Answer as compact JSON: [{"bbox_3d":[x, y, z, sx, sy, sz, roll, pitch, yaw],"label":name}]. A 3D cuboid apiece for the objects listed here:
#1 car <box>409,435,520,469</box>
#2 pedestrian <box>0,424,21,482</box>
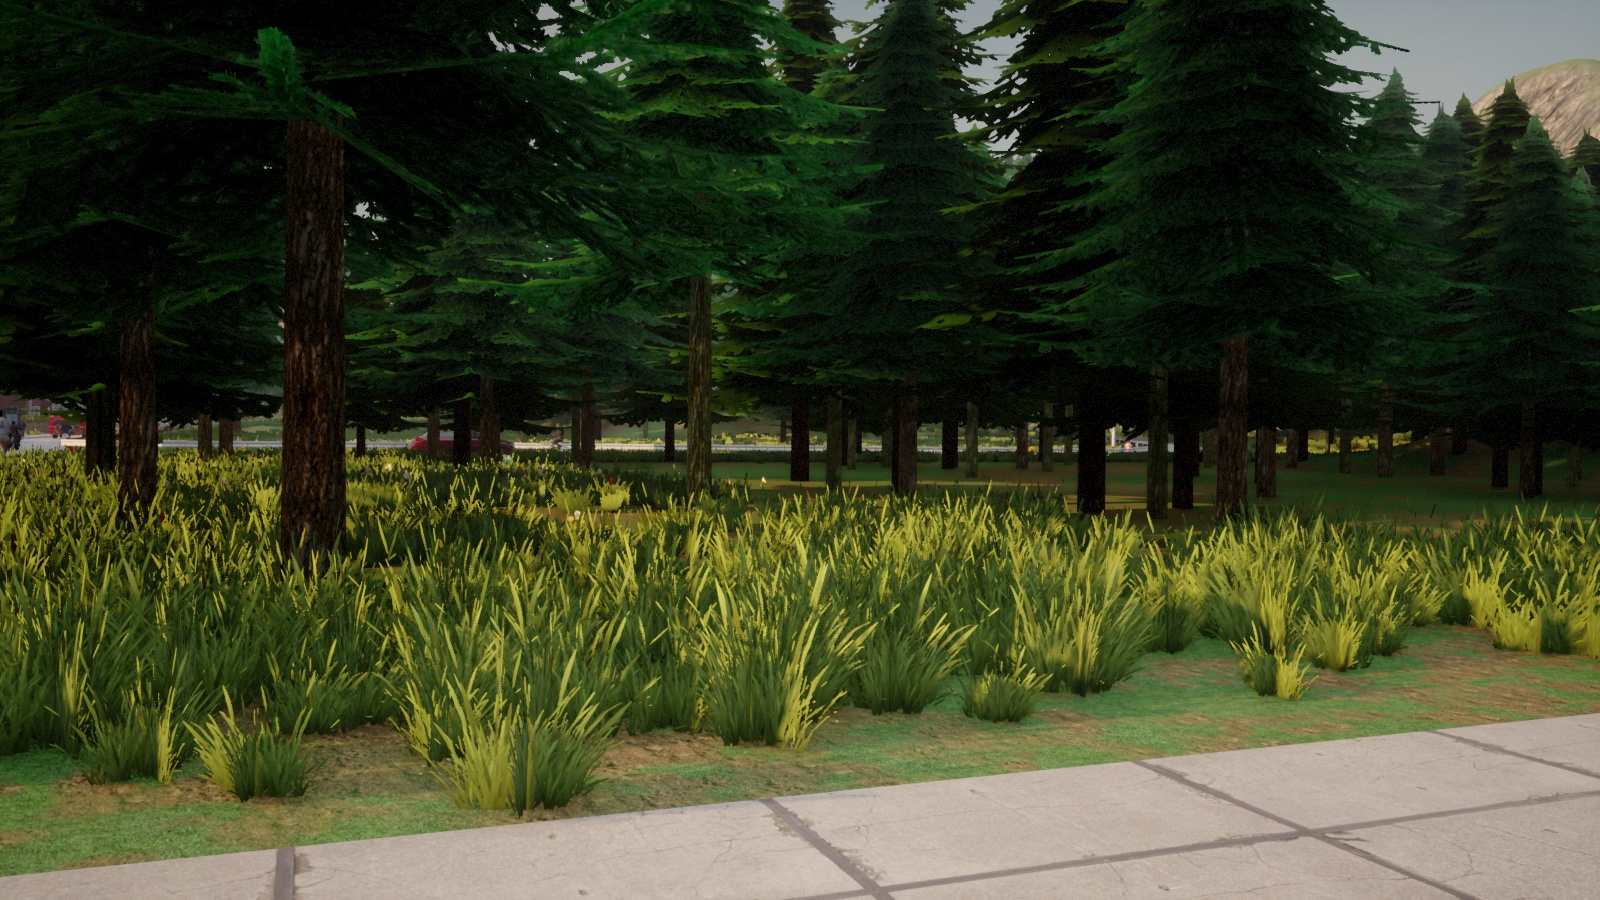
[{"bbox_3d":[-15.384,0.061,57.598,4.674,1.442,1.812,-1,1,-25],"label":"car"},{"bbox_3d":[-25.872,0.107,40.639,0.874,1.855,0.900,-1,1,-16],"label":"pedestrian"}]
